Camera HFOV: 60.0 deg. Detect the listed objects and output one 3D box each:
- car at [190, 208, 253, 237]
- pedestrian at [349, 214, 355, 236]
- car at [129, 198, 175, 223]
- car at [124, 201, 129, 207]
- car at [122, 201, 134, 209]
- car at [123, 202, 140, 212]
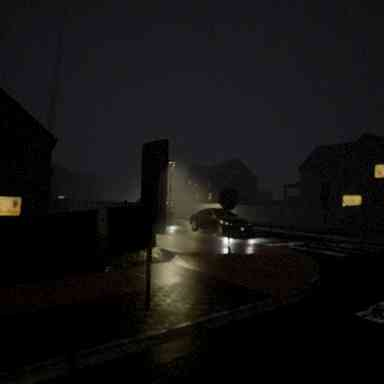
[{"bbox_3d":[1.473,1.632,18.855,1.812,1.442,4.674,3,-2,-28],"label":"car"},{"bbox_3d":[8.640,1.412,17.967,0.375,1.860,0.375,2,-1,-31],"label":"pedestrian"},{"bbox_3d":[-3.330,1.500,28.182,2.150,2.045,5.566,2,-2,-25],"label":"car"},{"bbox_3d":[-7.548,2.045,37.871,1.895,1.301,4.718,2,-2,-21],"label":"car"},{"bbox_3d":[-12.296,2.462,63.711,2.033,1.411,5.357,2,-1,-13],"label":"car"},{"bbox_3d":[-9.760,2.310,53.453,2.033,1.411,5.357,2,-1,-16],"label":"car"}]
